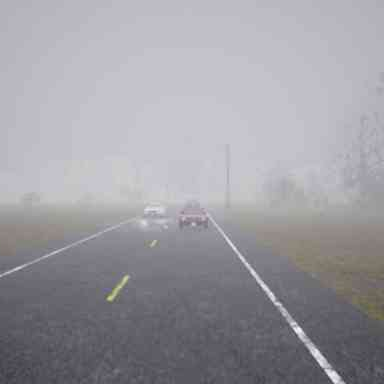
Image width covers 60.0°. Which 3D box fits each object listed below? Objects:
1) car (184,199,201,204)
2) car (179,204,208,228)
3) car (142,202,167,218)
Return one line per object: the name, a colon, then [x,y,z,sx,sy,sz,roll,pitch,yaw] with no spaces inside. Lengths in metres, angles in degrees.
car: [0.107,1.593,41.489,2.097,1.767,4.553,0,0,0]
car: [0.104,1.735,23.022,1.895,1.301,4.718,0,0,0]
car: [-3.512,1.713,32.214,1.812,1.442,4.674,0,-1,1]
